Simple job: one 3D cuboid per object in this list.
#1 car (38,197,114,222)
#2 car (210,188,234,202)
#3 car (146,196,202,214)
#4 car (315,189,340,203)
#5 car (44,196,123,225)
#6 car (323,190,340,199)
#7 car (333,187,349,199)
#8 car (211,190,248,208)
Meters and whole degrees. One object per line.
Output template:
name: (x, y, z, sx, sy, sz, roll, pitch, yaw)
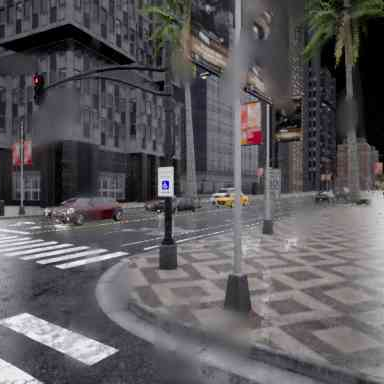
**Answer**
car: (-8.423, 1.182, 24.563, 2.128, 1.511, 4.902, 0, 1, 36)
car: (4.529, 0.523, 42.827, 2.150, 2.045, 5.566, 0, 1, 36)
car: (-1.182, 1.103, 29.182, 2.033, 1.411, 5.357, 0, 1, 35)
car: (17.858, 0.677, 44.459, 1.837, 1.490, 4.892, 0, 1, 35)
car: (-6.659, 1.075, 21.450, 2.097, 1.767, 4.553, 0, 1, 35)
car: (25.807, 0.352, 61.297, 1.882, 1.535, 5.008, 0, 1, 36)
car: (23.720, 0.231, 52.739, 2.150, 2.045, 5.566, 0, 1, 36)
car: (4.525, 0.864, 37.220, 1.882, 1.535, 5.008, 0, 1, 35)
